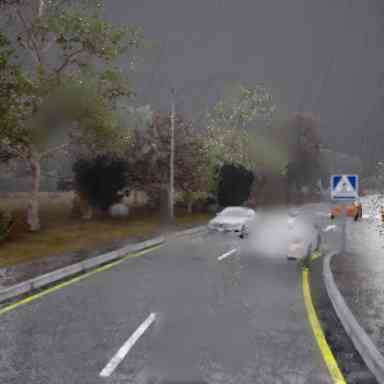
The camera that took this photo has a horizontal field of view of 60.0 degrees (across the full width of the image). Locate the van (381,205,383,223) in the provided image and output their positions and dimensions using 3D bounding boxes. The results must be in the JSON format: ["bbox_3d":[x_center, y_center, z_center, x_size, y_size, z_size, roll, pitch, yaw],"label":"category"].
[{"bbox_3d":[12.520,1.378,16.917,4.442,1.987,1.878,2,0,10],"label":"van"}]

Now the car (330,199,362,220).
[{"bbox_3d":[13.713,1.409,29.438,2.097,1.767,4.553,1,1,31],"label":"car"}]

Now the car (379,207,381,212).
[{"bbox_3d":[15.437,1.623,22.102,5.008,1.535,2.097,1,1,10],"label":"car"}]

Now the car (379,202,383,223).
[{"bbox_3d":[17.134,1.627,24.663,5.366,1.575,1.946,1,1,11],"label":"car"}]

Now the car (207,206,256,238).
[{"bbox_3d":[2.387,1.507,17.776,1.812,1.442,4.674,1,0,26],"label":"car"}]

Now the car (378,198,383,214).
[{"bbox_3d":[22.910,1.514,35.058,5.366,1.575,1.946,1,2,11],"label":"car"}]

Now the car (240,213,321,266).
[{"bbox_3d":[3.348,1.539,11.663,1.812,1.442,4.674,0,0,26],"label":"car"}]

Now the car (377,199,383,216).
[{"bbox_3d":[21.373,1.543,32.480,5.366,1.575,1.946,1,2,11],"label":"car"}]

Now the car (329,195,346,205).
[{"bbox_3d":[23.687,1.266,53.964,1.837,1.490,4.892,1,1,31],"label":"car"}]
